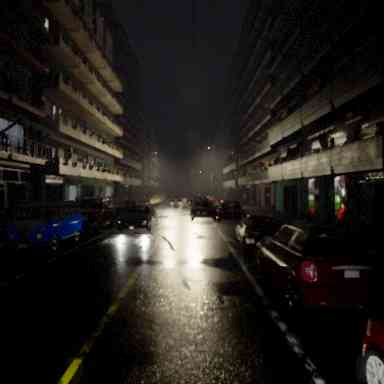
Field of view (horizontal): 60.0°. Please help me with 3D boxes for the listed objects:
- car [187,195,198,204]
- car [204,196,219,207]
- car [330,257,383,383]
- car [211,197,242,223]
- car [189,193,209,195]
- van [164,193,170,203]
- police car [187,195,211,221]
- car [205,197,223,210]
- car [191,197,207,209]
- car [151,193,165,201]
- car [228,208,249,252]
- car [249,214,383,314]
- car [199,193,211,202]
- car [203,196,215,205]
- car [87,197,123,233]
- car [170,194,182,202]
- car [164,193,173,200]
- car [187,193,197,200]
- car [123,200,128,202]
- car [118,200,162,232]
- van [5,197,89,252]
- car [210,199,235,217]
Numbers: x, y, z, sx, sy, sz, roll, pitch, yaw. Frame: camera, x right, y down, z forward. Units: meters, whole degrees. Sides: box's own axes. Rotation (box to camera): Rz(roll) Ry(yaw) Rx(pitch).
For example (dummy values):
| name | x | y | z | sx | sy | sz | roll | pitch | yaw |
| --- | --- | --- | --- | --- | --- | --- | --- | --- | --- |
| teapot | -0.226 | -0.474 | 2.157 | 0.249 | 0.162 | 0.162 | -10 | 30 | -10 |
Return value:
| name | x | y | z | sx | sy | sz | roll | pitch | yaw |
| --- | --- | --- | --- | --- | --- | --- | --- | --- | --- |
| car | 0.009 | 1.243 | 59.571 | 1.882 | 1.535 | 5.008 | 0 | 0 | 0 |
| car | 2.695 | 1.346 | 47.163 | 1.887 | 1.381 | 4.507 | 0 | 0 | 0 |
| car | 2.690 | 1.533 | 1.868 | 1.887 | 1.381 | 4.507 | 0 | 0 | 0 |
| car | 2.692 | 1.322 | 24.510 | 1.967 | 1.590 | 4.097 | 0 | 0 | 0 |
| car | 0.905 | 1.191 | 36.108 | 2.097 | 1.767 | 4.553 | 0 | 0 | 0 |
| van | -5.684 | 1.097 | 64.169 | 1.690 | 1.788 | 3.998 | 0 | 0 | 0 |
| police car | 0.805 | 1.301 | 26.228 | 1.930 | 1.638 | 5.238 | 0 | 0 | -2 |
| car | 2.695 | 1.366 | 41.498 | 1.887 | 1.381 | 4.507 | 0 | 0 | 0 |
| car | 0.842 | 1.345 | 42.134 | 1.812 | 1.442 | 4.674 | 0 | 0 | 0 |
| car | -5.684 | 1.310 | 52.676 | 1.752 | 1.417 | 4.829 | 0 | 0 | 0 |
| car | 2.691 | 1.510 | 13.191 | 1.802 | 1.307 | 4.206 | 0 | 0 | 0 |
| car | 2.690 | 1.398 | 7.527 | 1.967 | 1.590 | 4.097 | 0 | 0 | 0 |
| car | 2.697 | 1.060 | 69.805 | 2.192 | 1.841 | 5.009 | 0 | 0 | 0 |
| car | 2.696 | 1.309 | 52.991 | 1.752 | 1.417 | 4.829 | 0 | 0 | 0 |
| car | -5.689 | 1.219 | 18.873 | 2.192 | 1.841 | 5.009 | 0 | 0 | 0 |
| car | -2.990 | 1.291 | 64.895 | 1.812 | 1.442 | 4.674 | 0 | 0 | 0 |
| car | -5.681 | 1.167 | 81.154 | 1.967 | 1.590 | 4.097 | 0 | 0 | 0 |
| car | 0.013 | 1.111 | 77.263 | 2.128 | 1.511 | 4.902 | 0 | 0 | 0 |
| car | -5.687 | 1.406 | 30.197 | 1.887 | 1.381 | 4.507 | 0 | 0 | 0 |
| car | -3.099 | 1.448 | 19.725 | 2.033 | 1.411 | 5.357 | 0 | 0 | 0 |
| van | -5.689 | 1.269 | 13.213 | 1.690 | 1.788 | 3.998 | 0 | 0 | 0 |
| car | 2.693 | 1.386 | 30.343 | 1.752 | 1.417 | 4.829 | 0 | 0 | 0 |
